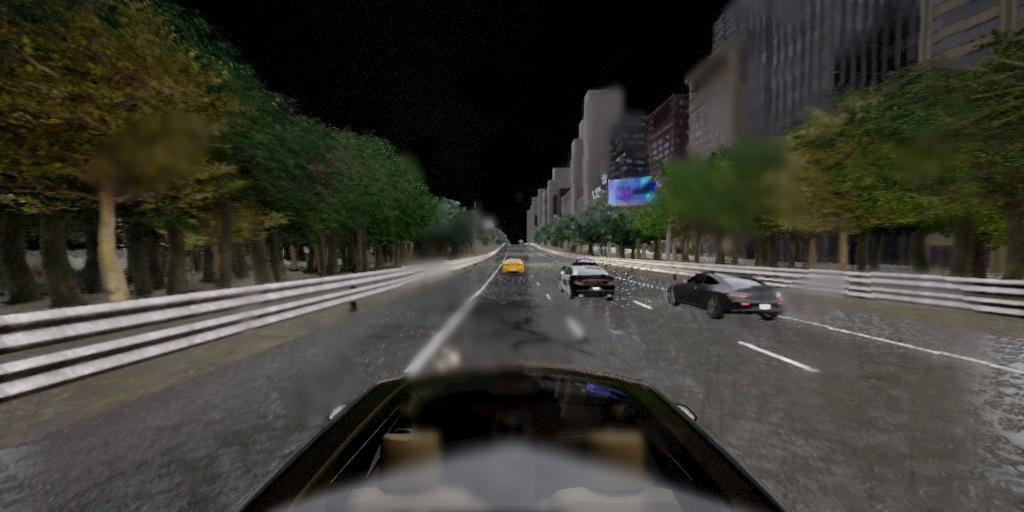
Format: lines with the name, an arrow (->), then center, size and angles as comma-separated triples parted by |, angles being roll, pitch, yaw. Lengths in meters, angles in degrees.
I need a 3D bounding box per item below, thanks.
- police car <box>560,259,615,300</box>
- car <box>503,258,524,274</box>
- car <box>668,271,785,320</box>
police car -> 3.513, 1.139, 17.532 | 1.930, 1.638, 5.238 | 0, 0, 0
car -> 0.130, 0.982, 35.766 | 1.882, 1.535, 5.008 | 0, 1, 0
car -> 7.108, 1.252, 12.367 | 1.812, 1.442, 4.674 | 0, 0, 0
